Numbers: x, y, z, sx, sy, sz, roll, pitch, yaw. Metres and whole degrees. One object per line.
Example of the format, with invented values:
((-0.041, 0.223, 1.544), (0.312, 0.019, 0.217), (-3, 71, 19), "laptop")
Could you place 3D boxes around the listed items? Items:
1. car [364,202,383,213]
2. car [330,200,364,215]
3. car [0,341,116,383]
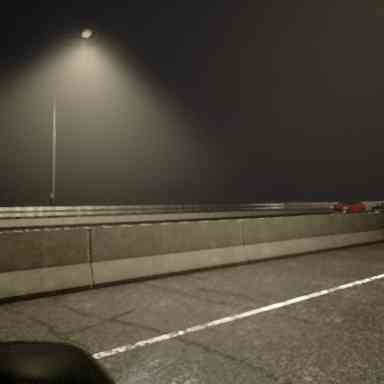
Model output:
((20.964, 1.830, 35.503), (4.902, 1.511, 2.128), (1, 0, -35), "car")
((17.577, 1.673, 37.392), (4.553, 1.767, 2.097), (1, 0, -35), "car")
((-2.290, 1.552, 1.605), (4.181, 1.385, 1.994), (1, 0, -35), "car")
